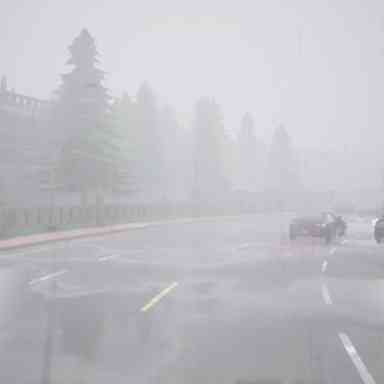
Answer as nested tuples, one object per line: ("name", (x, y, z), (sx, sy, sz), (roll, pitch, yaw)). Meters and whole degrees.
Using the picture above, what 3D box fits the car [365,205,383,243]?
("car", (9.976, 1.562, 15.682), (2.128, 1.511, 4.902), (0, -1, 38))

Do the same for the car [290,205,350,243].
("car", (6.350, 1.599, 16.652), (1.812, 1.442, 4.674), (0, 0, 35))

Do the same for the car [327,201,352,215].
("car", (14.876, 1.657, 33.798), (4.892, 1.490, 1.837), (1, -1, -37))

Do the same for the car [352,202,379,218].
("car", (17.428, 1.667, 31.331), (4.674, 1.442, 1.812), (1, 0, -37))

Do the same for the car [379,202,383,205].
("car", (17.718, 1.345, 26.957), (5.566, 2.045, 2.150), (0, 0, -38))
